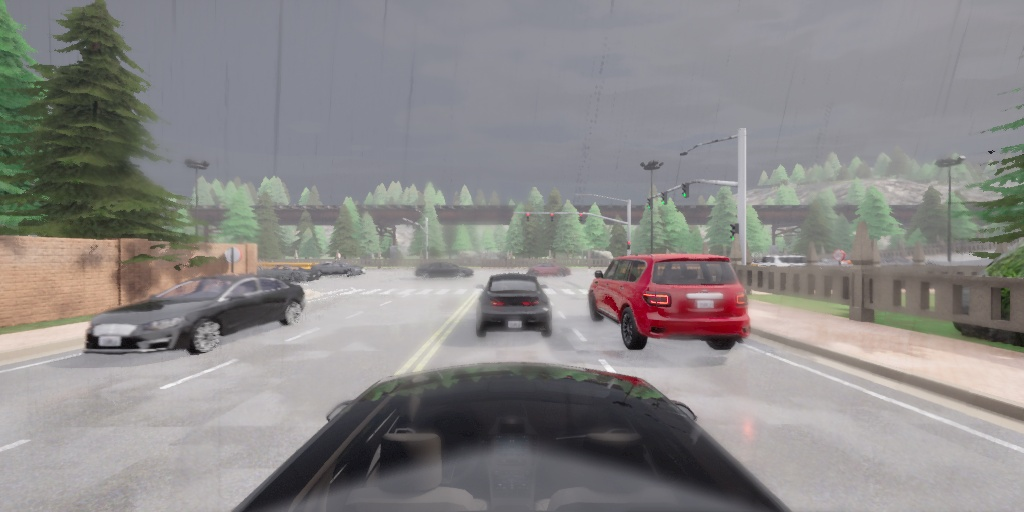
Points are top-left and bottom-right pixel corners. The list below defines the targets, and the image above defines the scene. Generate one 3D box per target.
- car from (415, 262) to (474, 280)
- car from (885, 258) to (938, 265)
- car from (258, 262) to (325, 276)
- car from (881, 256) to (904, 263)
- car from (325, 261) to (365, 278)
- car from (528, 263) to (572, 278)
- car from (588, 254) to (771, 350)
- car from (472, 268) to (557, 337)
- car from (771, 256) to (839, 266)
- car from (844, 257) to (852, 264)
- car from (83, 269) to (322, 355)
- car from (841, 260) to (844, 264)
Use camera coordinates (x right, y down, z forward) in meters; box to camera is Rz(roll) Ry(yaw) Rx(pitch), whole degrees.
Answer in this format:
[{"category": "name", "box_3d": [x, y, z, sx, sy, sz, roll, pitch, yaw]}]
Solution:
[{"category": "car", "box_3d": [-5.681, 1.255, 30.305, 4.892, 1.490, 1.837, 0, 0, 0]}, {"category": "car", "box_3d": [38.828, 1.204, 33.946, 4.674, 1.442, 1.812, -2, 0, 0]}, {"category": "car", "box_3d": [-16.785, 1.314, 26.783, 4.181, 1.385, 1.994, 0, 0, 0]}, {"category": "car", "box_3d": [42.803, 0.891, 41.153, 4.553, 1.767, 2.097, -2, 0, 0]}, {"category": "car", "box_3d": [-16.384, 1.241, 33.784, 4.902, 1.511, 2.128, 0, 0, 0]}, {"category": "car", "box_3d": [3.502, 1.314, 33.823, 4.181, 1.385, 1.994, 0, 0, 0]}, {"category": "car", "box_3d": [3.516, 0.971, 9.196, 2.150, 2.045, 5.566, 0, 0, 0]}, {"category": "car", "box_3d": [0.019, 1.255, 10.296, 1.837, 1.490, 4.892, 0, 0, -1]}, {"category": "car", "box_3d": [23.921, 0.973, 30.363, 5.566, 2.045, 2.150, 0, 0, 0]}, {"category": "car", "box_3d": [39.210, 1.183, 44.638, 4.674, 1.442, 1.812, -1, 0, 0]}, {"category": "car", "box_3d": [-7.105, 1.241, 8.789, 2.128, 1.511, 4.902, 0, 0, 0]}, {"category": "car", "box_3d": [34.171, 1.287, 41.111, 5.357, 1.411, 2.033, 0, 0, 0]}]
